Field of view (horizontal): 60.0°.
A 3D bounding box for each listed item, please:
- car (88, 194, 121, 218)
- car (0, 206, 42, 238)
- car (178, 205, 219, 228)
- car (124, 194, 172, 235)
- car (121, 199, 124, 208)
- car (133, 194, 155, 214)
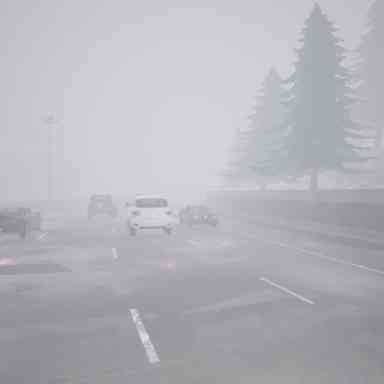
[{"bbox_3d":[-7.975,1.221,30.090,2.150,2.045,5.566,0,0,-8],"label":"car"},{"bbox_3d":[-9.357,1.502,17.633,1.837,1.490,4.892,0,-1,-12],"label":"car"},{"bbox_3d":[0.324,1.546,22.327,2.033,1.411,5.357,0,0,-11],"label":"car"},{"bbox_3d":[-2.532,1.220,18.942,2.150,2.045,5.566,0,0,-13],"label":"car"},{"bbox_3d":[-9.005,1.545,42.413,2.033,1.411,5.357,0,0,-2],"label":"car"},{"bbox_3d":[-5.129,1.219,36.185,2.150,2.045,5.566,0,0,-6],"label":"car"}]
